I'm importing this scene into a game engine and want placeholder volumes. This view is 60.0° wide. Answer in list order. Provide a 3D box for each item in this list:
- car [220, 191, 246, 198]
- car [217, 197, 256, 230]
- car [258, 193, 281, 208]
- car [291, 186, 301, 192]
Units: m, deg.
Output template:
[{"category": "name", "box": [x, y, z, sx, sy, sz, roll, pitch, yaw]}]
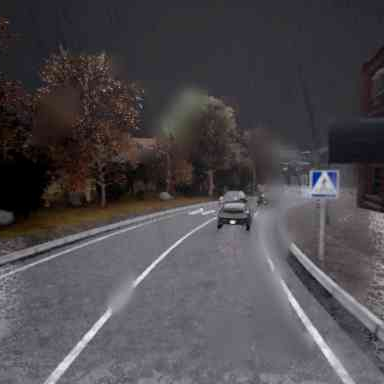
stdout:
[{"category": "car", "box": [4.621, 0.659, 37.214, 2.097, 1.767, 4.553, 2, 2, 24]}, {"category": "car", "box": [2.676, 1.295, 19.910, 1.837, 1.490, 4.892, 1, 1, 12]}, {"category": "car", "box": [8.791, 0.873, 37.467, 1.882, 1.535, 5.008, 2, 2, 24]}, {"category": "car", "box": [23.433, -0.581, 74.760, 2.097, 1.767, 4.553, 2, 3, 21]}]
